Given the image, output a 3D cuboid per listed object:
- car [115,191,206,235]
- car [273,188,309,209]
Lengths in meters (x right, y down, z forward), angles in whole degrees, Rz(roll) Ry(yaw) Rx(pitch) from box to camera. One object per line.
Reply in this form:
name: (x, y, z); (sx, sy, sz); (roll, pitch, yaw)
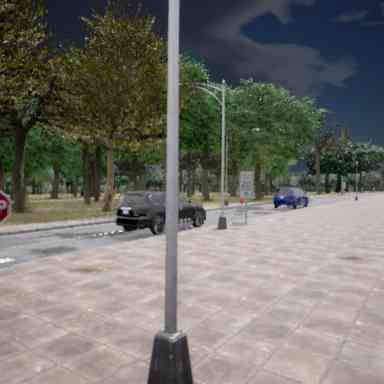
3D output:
car: (-1.471, 0.959, 17.383); (2.150, 2.045, 5.566); (1, 2, 35)
car: (10.057, 0.600, 33.549); (2.150, 2.045, 5.566); (1, 2, 36)
